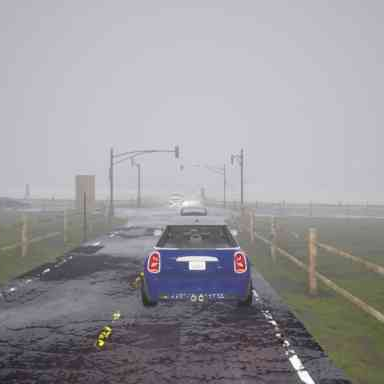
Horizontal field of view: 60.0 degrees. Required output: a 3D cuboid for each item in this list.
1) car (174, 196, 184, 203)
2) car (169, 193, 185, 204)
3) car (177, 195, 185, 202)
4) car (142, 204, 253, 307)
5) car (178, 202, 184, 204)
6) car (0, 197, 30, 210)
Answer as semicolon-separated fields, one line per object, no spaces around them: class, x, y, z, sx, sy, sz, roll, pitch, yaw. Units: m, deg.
car;-2.727;1.615;69.970;1.895;1.301;4.718;0;0;0
car;-2.833;1.237;59.949;2.150;2.045;5.566;0;0;0
car;-2.692;1.549;80.312;1.812;1.442;4.674;0;0;0
car;0.096;1.353;8.138;2.097;1.767;4.553;0;0;0
car;0.092;1.507;17.304;1.837;1.490;4.892;0;0;0
car;-20.079;1.216;36.424;4.181;1.385;1.994;1;0;0
